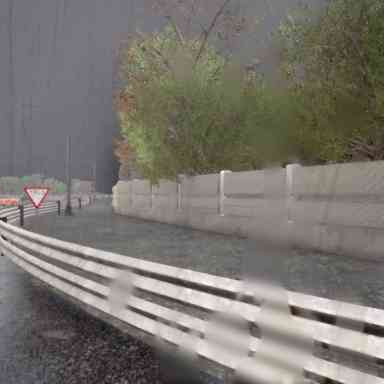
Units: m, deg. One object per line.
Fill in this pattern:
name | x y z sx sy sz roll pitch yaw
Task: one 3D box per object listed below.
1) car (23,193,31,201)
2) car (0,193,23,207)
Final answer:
car | -40.585 1.225 81.389 2.150 2.045 5.566 0 0 -32
car | -28.643 1.351 52.126 2.097 1.767 4.553 0 0 -14
